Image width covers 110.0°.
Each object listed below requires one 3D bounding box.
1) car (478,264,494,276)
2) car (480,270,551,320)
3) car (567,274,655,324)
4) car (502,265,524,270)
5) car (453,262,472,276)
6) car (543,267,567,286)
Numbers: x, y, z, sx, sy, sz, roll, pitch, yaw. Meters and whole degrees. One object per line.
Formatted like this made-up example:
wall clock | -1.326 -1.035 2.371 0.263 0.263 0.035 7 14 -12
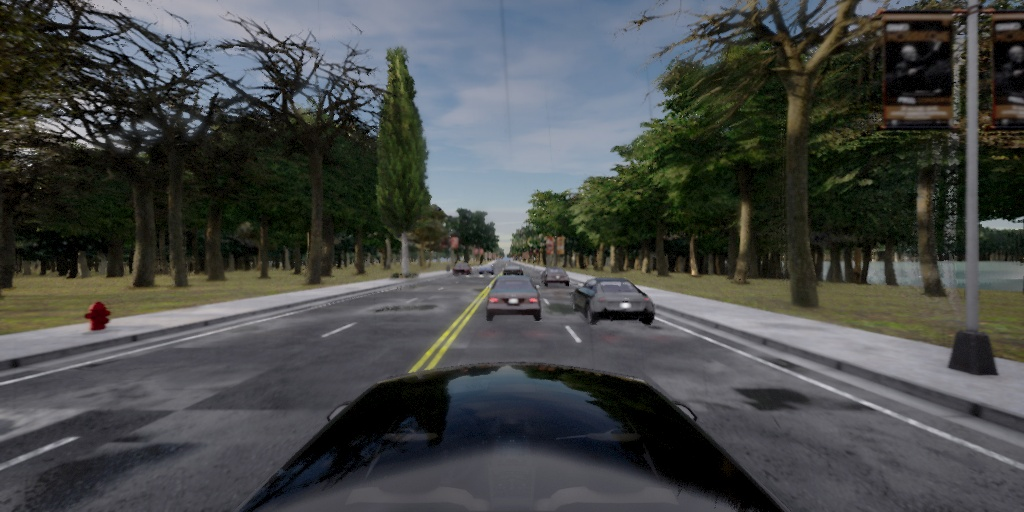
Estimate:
car | -3.336 1.829 47.520 1.812 1.442 4.674 0 -1 0
car | 0.066 1.415 13.216 2.033 1.411 5.357 0 -1 0
car | 3.311 1.423 12.425 1.994 1.385 4.181 0 -1 0
car | 0.090 1.598 34.494 1.882 1.535 5.008 0 -1 0
car | -6.587 1.658 47.775 2.097 1.767 4.553 0 -1 0
car | 3.318 1.588 28.231 2.033 1.411 5.357 0 -1 0
